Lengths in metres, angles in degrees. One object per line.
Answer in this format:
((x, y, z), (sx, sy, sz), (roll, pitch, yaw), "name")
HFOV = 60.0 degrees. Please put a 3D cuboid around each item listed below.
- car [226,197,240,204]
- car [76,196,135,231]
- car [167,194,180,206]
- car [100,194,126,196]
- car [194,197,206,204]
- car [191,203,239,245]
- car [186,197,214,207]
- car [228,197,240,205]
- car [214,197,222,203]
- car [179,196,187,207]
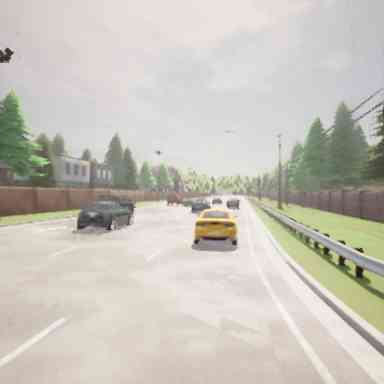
((6.163, 1.716, 50.283), (2.128, 1.511, 4.902), (1, 0, 8), "car")
((-5.269, 1.354, 20.719), (2.097, 1.767, 4.553), (1, 0, 8), "car")
((-3.079, 1.369, 60.252), (2.150, 2.045, 5.566), (1, 0, 8), "car")
((-7.182, 1.231, 31.726), (2.150, 2.045, 5.566), (1, -1, 8), "car")
((1.701, 1.755, 68.709), (1.812, 1.442, 4.674), (1, 0, 8), "car")
((1.229, 1.542, 16.189), (1.882, 1.535, 5.008), (1, 0, 7), "car")
((1.070, 1.625, 39.732), (2.128, 1.511, 4.902), (1, 0, 8), "car")
((8.520, 1.822, 66.967), (2.128, 1.511, 4.902), (1, 0, 8), "car")
((5.121, 1.793, 67.914), (1.812, 1.442, 4.674), (1, 0, 8), "car")
((-0.328, 1.709, 54.204), (2.033, 1.411, 5.357), (1, 0, 7), "car")
